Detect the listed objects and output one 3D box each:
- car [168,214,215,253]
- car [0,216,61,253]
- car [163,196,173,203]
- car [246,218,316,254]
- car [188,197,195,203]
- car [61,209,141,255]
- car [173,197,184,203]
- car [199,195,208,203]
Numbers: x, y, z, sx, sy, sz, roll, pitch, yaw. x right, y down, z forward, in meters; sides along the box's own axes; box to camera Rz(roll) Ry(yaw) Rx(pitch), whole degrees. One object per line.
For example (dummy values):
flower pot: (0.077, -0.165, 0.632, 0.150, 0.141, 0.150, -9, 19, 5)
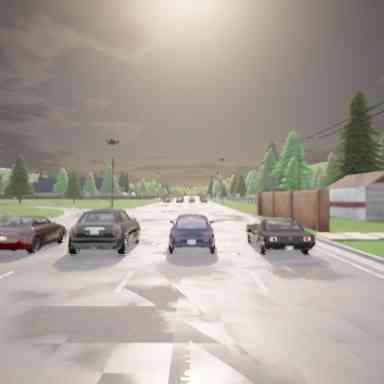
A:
car: (-0.001, 1.668, 14.383, 1.812, 1.442, 4.674, 0, 0, 0)
car: (-6.998, 1.705, 14.301, 1.994, 1.385, 4.181, 0, -1, 0)
car: (-7.034, 2.447, 94.546, 1.994, 1.385, 4.181, 0, -1, 0)
car: (3.496, 1.740, 14.113, 1.895, 1.301, 4.718, 0, -1, 0)
car: (-0.034, 2.436, 94.888, 1.812, 1.442, 4.674, 0, -1, 0)
car: (-3.503, 1.489, 14.092, 2.097, 1.767, 4.553, 0, -1, 0)
car: (-3.534, 2.419, 94.531, 2.128, 1.511, 4.902, 0, -1, 0)
car: (3.466, 2.432, 94.514, 2.033, 1.411, 5.357, 0, -1, 0)
